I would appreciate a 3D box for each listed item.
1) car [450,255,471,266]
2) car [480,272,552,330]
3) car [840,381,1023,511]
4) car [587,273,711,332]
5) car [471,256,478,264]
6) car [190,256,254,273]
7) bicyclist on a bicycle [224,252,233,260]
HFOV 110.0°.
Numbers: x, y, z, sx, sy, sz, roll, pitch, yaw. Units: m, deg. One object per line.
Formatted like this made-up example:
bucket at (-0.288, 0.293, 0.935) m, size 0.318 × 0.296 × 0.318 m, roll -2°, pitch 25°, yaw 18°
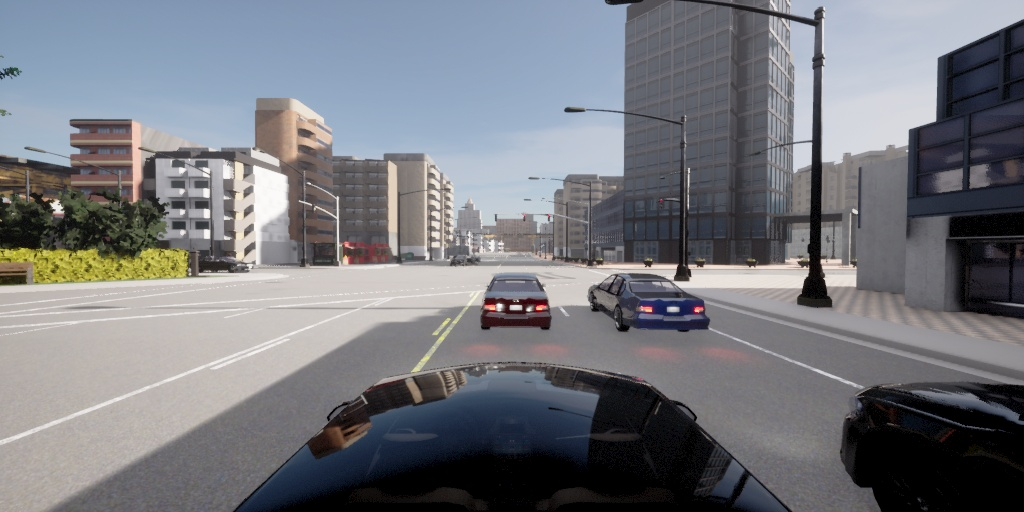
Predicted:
car at (-7.101, 0.588, 48.060) m, size 1.837 × 1.490 × 4.892 m, roll 0°, pitch 0°, yaw 0°
car at (0.091, 1.195, 10.728) m, size 2.033 × 1.411 × 5.357 m, roll 0°, pitch 1°, yaw 0°
car at (3.605, 1.254, 0.908) m, size 2.128 × 1.511 × 4.902 m, roll 0°, pitch 0°, yaw 0°
car at (3.608, 1.208, 10.544) m, size 2.033 × 1.411 × 5.357 m, roll 0°, pitch 1°, yaw 0°
car at (-7.098, 0.611, 58.145) m, size 1.895 × 1.301 × 4.718 m, roll 0°, pitch 0°, yaw 0°
car at (-25.446, 0.736, 31.538) m, size 4.902 × 1.511 × 2.128 m, roll 0°, pitch 1°, yaw 0°
bicyclist on a bicycle at (-30.801, 0.393, 39.049) m, size 0.582 × 1.620 × 1.656 m, roll 0°, pitch 1°, yaw 0°
